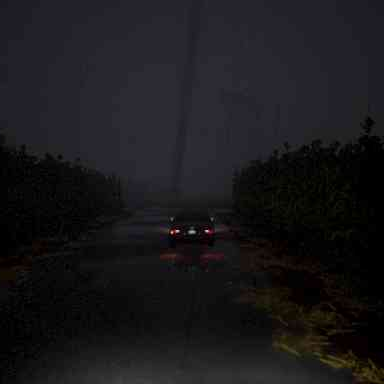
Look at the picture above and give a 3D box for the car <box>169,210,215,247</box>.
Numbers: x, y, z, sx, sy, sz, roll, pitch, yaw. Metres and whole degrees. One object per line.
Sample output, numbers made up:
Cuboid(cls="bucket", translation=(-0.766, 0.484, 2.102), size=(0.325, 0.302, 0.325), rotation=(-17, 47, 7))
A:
Cuboid(cls="car", translation=(0.000, 1.487, 14.644), size=(2.033, 1.411, 5.357), rotation=(0, 1, 0))
